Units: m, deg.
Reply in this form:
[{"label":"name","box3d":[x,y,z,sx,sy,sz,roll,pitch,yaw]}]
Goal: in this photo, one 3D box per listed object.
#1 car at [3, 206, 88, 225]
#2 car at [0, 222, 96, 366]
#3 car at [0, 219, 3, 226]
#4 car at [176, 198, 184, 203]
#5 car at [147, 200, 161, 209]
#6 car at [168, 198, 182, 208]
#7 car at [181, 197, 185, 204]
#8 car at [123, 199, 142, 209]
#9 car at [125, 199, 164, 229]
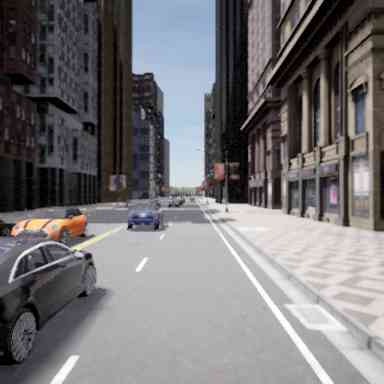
[{"label":"car","box3d":[-6.593,1.493,15.946,2.097,1.767,4.553,0,-1,0]},{"label":"car","box3d":[-3.148,1.544,5.858,2.128,1.511,4.902,0,0,0]},{"label":"car","box3d":[-9.846,1.732,14.780,1.895,1.301,4.718,0,-1,0]},{"label":"car","box3d":[-3.223,2.374,92.504,2.163,1.488,4.792,0,-1,0]},{"label":"car","box3d":[-6.526,2.126,57.390,1.895,1.301,4.718,0,-1,1]},{"label":"car","box3d":[-3.232,2.147,59.504,1.895,1.301,4.718,0,-1,0]},{"label":"car","box3d":[-3.229,2.158,70.505,2.163,1.488,4.792,0,-1,0]},{"label":"car","box3d":[-9.790,1.995,55.196,2.128,1.511,4.902,0,-1,0]},{"label":"car","box3d":[-3.142,1.560,23.434,2.097,1.767,4.553,0,-1,0]}]
